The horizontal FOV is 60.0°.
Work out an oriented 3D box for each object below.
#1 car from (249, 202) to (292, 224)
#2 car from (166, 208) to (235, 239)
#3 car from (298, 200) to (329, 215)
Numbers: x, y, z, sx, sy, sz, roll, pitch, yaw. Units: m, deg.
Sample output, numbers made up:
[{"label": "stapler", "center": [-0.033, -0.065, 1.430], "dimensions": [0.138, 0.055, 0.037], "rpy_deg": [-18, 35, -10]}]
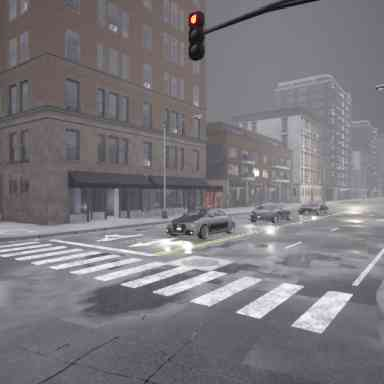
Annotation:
[{"label": "car", "center": [6.007, 1.514, 24.932], "dimensions": [1.837, 1.490, 4.892], "rpy_deg": [0, 0, 36]}, {"label": "car", "center": [0.551, 1.569, 17.392], "dimensions": [1.994, 1.385, 4.181], "rpy_deg": [0, 0, 36]}, {"label": "car", "center": [12.495, 1.562, 33.888], "dimensions": [2.033, 1.411, 5.357], "rpy_deg": [0, 0, 36]}]
